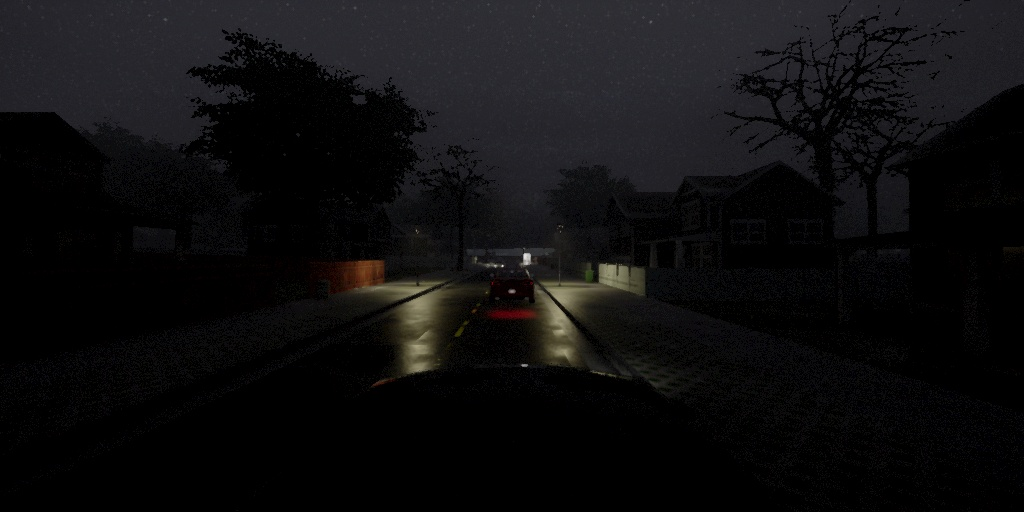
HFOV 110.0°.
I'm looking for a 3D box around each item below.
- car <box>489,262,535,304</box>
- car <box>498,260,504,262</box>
[{"bbox_3d":[0.000,1.238,16.500,1.882,1.535,5.008,0,0,0],"label":"car"},{"bbox_3d":[0.000,1.319,31.501,2.033,1.411,5.357,0,0,0],"label":"car"}]
